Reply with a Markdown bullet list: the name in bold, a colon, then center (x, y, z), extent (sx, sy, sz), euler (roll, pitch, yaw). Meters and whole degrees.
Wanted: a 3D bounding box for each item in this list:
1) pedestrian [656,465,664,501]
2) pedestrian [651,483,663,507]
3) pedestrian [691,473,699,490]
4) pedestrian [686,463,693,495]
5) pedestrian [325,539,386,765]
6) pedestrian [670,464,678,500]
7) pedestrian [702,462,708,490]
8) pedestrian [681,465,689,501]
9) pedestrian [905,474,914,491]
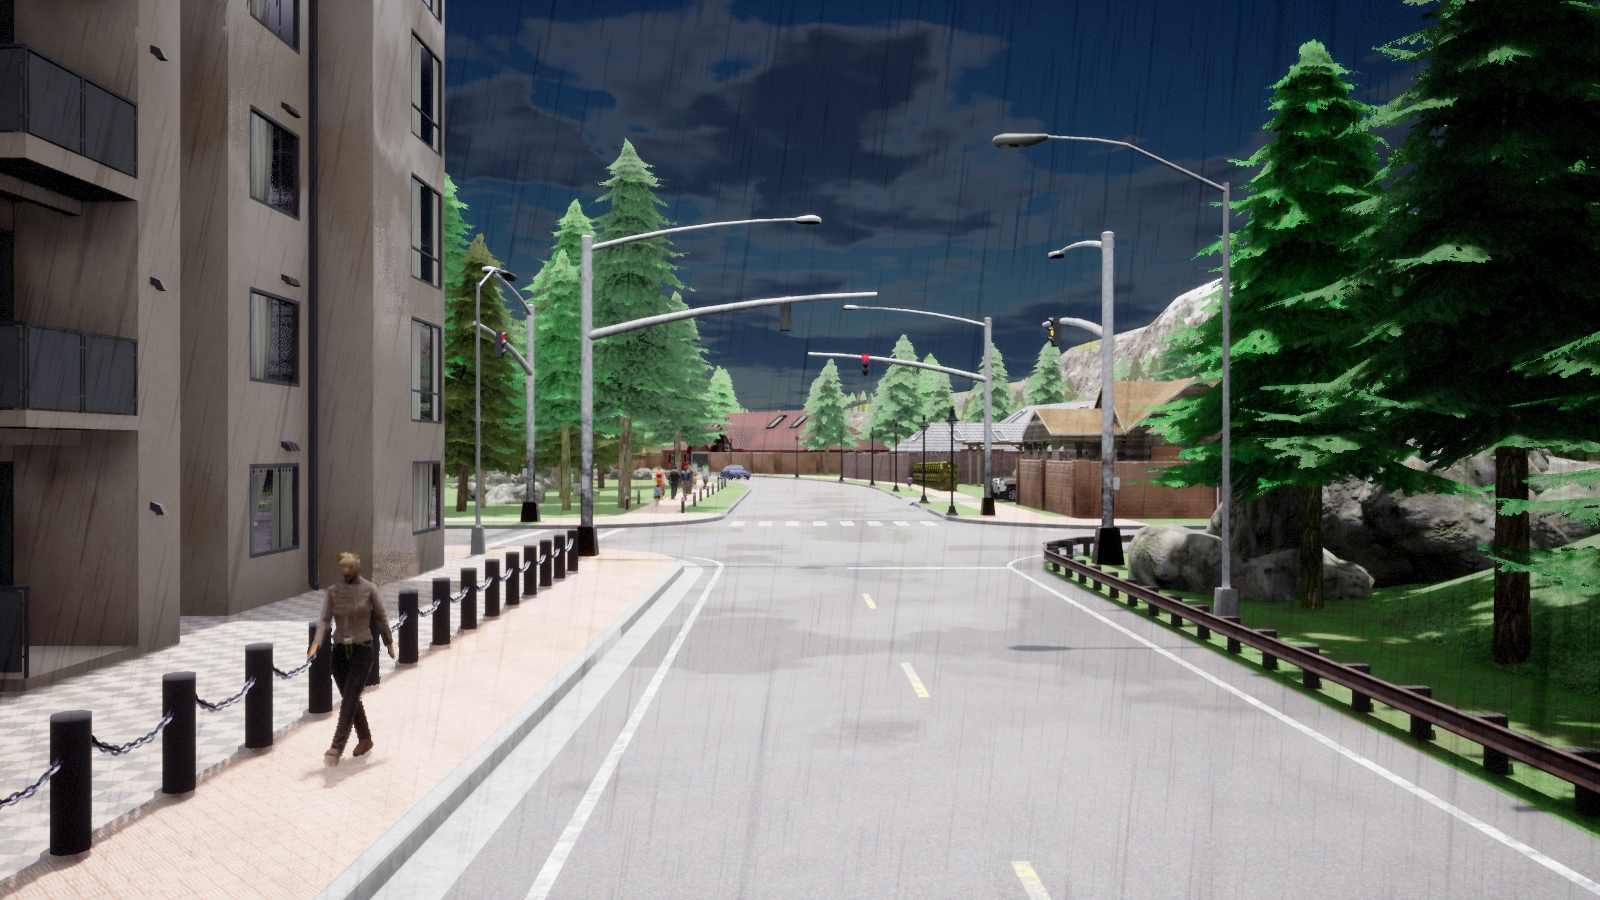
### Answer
- **pedestrian**: center (-7.329, 1.700, 59.669), extent (0.375, 1.860, 0.375), euler (0, 0, 2)
- **pedestrian**: center (-6.664, 2.078, 53.391), extent (0.500, 1.100, 0.500), euler (0, 0, -1)
- **pedestrian**: center (-7.065, 2.090, 76.621), extent (0.500, 1.100, 0.500), euler (0, 0, -10)
- **pedestrian**: center (-6.544, 1.704, 67.746), extent (0.375, 1.860, 0.375), euler (0, 0, 0)
- **pedestrian**: center (-3.785, 1.699, 9.740), extent (0.375, 1.860, 0.375), euler (0, 0, -1)
- **pedestrian**: center (-6.701, 1.702, 60.675), extent (0.375, 1.860, 0.375), euler (0, 0, 0)
- **pedestrian**: center (-6.333, 1.710, 76.284), extent (0.375, 1.860, 0.375), euler (0, 0, -9)
- **pedestrian**: center (-5.919, 1.699, 58.935), extent (0.375, 1.860, 0.375), euler (0, 0, 1)
- **pedestrian**: center (7.152, 2.094, 74.401), extent (0.500, 1.100, 0.500), euler (0, 0, -3)
